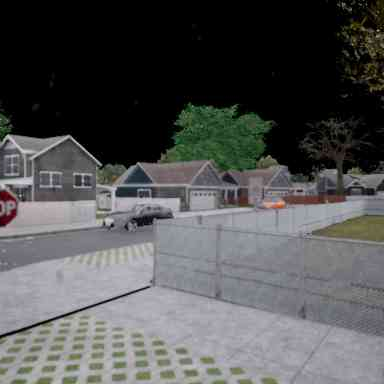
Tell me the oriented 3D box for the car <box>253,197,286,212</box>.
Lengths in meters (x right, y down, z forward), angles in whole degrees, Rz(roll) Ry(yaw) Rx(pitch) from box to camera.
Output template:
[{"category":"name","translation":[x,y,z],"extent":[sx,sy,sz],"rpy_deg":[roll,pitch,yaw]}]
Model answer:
[{"category":"car","translation":[8.363,1.336,35.850],"extent":[2.097,1.767,4.553],"rpy_deg":[0,0,39]}]

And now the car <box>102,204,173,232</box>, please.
[{"category":"car","translation":[-3.167,1.482,20.183],"extent":[2.128,1.511,4.902],"rpy_deg":[0,0,36]}]
